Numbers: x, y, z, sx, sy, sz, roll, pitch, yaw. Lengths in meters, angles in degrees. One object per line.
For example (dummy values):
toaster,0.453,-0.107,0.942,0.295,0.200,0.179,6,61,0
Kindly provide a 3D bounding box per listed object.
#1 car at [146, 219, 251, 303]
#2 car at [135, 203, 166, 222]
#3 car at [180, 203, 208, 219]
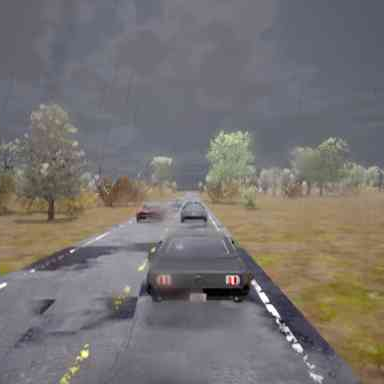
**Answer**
car,0.116,1.577,8.113,1.895,1.301,4.718,0,0,0
car,-3.047,1.521,25.285,1.895,1.301,4.718,0,0,0
car,0.153,1.484,25.323,1.994,1.385,4.181,0,0,0
